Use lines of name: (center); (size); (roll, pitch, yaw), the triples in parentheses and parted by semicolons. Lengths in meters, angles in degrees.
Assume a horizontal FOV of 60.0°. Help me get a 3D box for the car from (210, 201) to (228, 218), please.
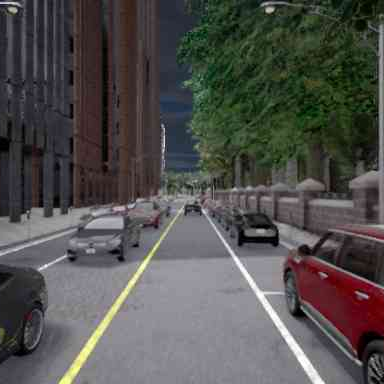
car: (2.760, 1.650, 26.342); (2.008, 1.369, 4.403); (0, 0, 0)

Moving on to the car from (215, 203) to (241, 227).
car: (2.760, 1.629, 20.886); (2.008, 1.369, 4.403); (0, 0, 0)

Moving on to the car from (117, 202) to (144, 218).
car: (-5.766, 1.700, 31.792); (1.802, 1.307, 4.206); (0, 0, 0)

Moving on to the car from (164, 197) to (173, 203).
car: (-5.770, 1.870, 80.905); (1.887, 1.381, 4.507); (0, 0, 0)

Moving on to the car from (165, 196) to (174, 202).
car: (-5.771, 1.790, 86.362); (1.967, 1.590, 4.097); (0, 0, 0)

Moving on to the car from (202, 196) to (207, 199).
car: (2.757, 1.733, 53.795); (1.752, 1.417, 4.829); (0, 0, 0)

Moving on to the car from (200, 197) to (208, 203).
car: (2.755, 1.829, 75.621); (1.752, 1.417, 4.829); (0, 0, 0)

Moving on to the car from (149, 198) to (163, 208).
car: (-5.768, 1.750, 53.620); (1.887, 1.381, 4.507); (0, 0, 0)

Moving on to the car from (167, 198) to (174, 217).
car: (-3.035, 1.614, 32.686); (2.128, 1.511, 4.902); (0, 0, 0)

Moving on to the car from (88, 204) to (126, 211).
car: (-5.765, 1.627, 20.877); (2.008, 1.369, 4.403); (0, 0, 0)

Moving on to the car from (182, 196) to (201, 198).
car: (0.016, 1.673, 47.138); (2.128, 1.511, 4.902); (0, 0, 0)

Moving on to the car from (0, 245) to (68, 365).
car: (-3.139, 1.536, 3.408); (1.812, 1.442, 4.674); (0, 0, 1)

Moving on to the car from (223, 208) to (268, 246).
car: (2.761, 1.623, 15.429); (1.947, 1.339, 4.313); (0, 0, 0)

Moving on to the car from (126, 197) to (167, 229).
car: (-3.087, 1.434, 22.294); (2.097, 1.767, 4.553); (0, 0, 0)

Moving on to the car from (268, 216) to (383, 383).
car: (2.762, 1.330, 4.518); (2.192, 1.841, 5.009); (0, 0, 0)

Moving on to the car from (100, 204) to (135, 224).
car: (-5.765, 1.679, 26.334); (1.802, 1.307, 4.206); (0, 0, 0)

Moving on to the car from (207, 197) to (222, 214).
car: (2.760, 1.561, 31.799); (1.967, 1.590, 4.097); (0, 0, 0)

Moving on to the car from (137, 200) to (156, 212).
car: (-5.767, 1.743, 42.706); (1.802, 1.307, 4.206); (0, 0, 0)

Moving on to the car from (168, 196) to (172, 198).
car: (-5.769, 1.717, 69.991); (1.967, 1.590, 4.097); (0, 0, 0)

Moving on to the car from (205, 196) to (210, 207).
car: (2.759, 1.582, 37.256); (1.967, 1.590, 4.097); (0, 0, 0)

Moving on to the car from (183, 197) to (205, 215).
car: (0.096, 1.639, 35.210); (1.837, 1.490, 4.892); (0, 0, 0)

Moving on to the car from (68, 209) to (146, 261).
car: (-3.100, 1.570, 12.559); (1.812, 1.442, 4.674); (0, 0, 0)
